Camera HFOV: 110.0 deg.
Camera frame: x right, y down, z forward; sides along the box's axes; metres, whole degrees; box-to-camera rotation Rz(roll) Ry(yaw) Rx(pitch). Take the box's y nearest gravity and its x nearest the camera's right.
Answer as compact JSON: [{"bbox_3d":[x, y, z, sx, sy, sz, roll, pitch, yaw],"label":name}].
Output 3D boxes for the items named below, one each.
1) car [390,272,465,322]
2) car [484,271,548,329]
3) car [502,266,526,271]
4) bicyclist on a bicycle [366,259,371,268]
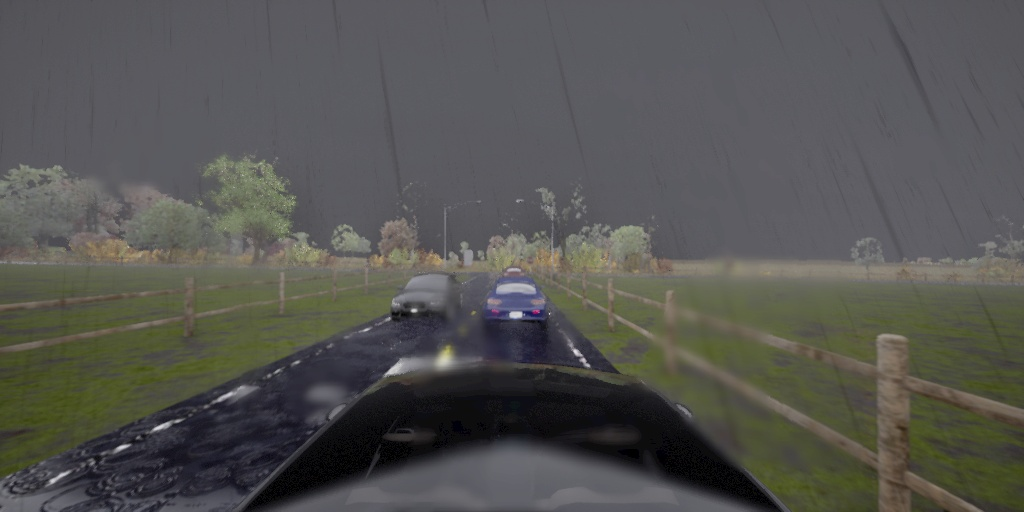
[{"bbox_3d":[-2.829,1.363,12.893,1.837,1.490,4.892,0,-1,0],"label":"car"},{"bbox_3d":[0.116,1.371,11.587,1.812,1.442,4.674,0,0,0],"label":"car"},{"bbox_3d":[0.155,1.550,29.171,1.812,1.442,4.674,0,-1,0],"label":"car"},{"bbox_3d":[-22.482,1.262,56.091,0.582,1.620,1.656,1,0,0],"label":"bicyclist on a bicycle"}]
